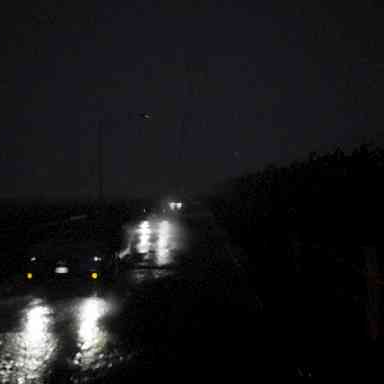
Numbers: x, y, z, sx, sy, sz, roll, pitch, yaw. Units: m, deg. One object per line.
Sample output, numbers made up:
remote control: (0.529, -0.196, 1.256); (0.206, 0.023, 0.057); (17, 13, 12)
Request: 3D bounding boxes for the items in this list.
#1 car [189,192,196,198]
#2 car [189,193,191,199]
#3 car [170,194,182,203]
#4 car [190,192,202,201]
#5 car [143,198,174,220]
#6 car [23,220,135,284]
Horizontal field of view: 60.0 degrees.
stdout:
car: (0.143, 0.799, 93.871); (1.812, 1.442, 4.674); (0, 0, 0)
car: (0.126, 0.872, 83.081); (2.128, 1.511, 4.902); (0, 0, 0)
car: (-2.711, 1.104, 57.908); (2.128, 1.511, 4.902); (0, 0, 1)
car: (1.061, 1.070, 65.517); (1.837, 1.490, 4.892); (0, 0, 0)
car: (-2.732, 1.419, 26.512); (1.895, 1.301, 4.718); (0, 0, 1)
car: (-2.839, 1.500, 9.217); (1.994, 1.385, 4.181); (0, 0, 0)
